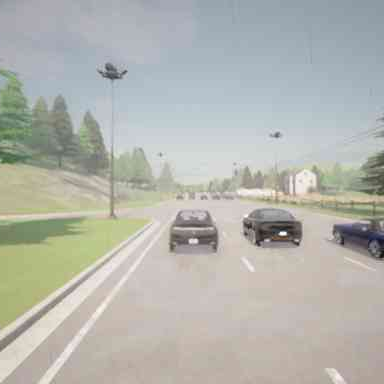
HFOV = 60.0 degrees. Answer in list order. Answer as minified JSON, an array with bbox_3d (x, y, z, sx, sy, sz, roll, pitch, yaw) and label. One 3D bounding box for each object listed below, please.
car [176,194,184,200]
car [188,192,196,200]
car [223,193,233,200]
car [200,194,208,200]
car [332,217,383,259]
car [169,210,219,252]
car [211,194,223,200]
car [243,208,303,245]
[{"bbox_3d":[-3.489,1.533,94.277,1.837,1.490,4.892,0,0,0],"label":"car"},{"bbox_3d":[0.011,1.557,94.247,2.128,1.511,4.902,0,0,0],"label":"car"},{"bbox_3d":[10.511,1.510,94.246,1.882,1.535,5.008,0,0,0],"label":"car"},{"bbox_3d":[3.511,1.532,94.246,1.837,1.490,4.892,0,0,0],"label":"car"},{"bbox_3d":[7.062,1.607,12.526,1.895,1.301,4.718,0,0,0],"label":"car"},{"bbox_3d":[0.070,1.498,13.989,2.128,1.511,4.902,0,0,0],"label":"car"},{"bbox_3d":[7.011,1.532,94.246,1.837,1.490,4.892,0,0,0],"label":"car"},{"bbox_3d":[3.578,1.484,15.510,1.882,1.535,5.008,0,0,0],"label":"car"}]
